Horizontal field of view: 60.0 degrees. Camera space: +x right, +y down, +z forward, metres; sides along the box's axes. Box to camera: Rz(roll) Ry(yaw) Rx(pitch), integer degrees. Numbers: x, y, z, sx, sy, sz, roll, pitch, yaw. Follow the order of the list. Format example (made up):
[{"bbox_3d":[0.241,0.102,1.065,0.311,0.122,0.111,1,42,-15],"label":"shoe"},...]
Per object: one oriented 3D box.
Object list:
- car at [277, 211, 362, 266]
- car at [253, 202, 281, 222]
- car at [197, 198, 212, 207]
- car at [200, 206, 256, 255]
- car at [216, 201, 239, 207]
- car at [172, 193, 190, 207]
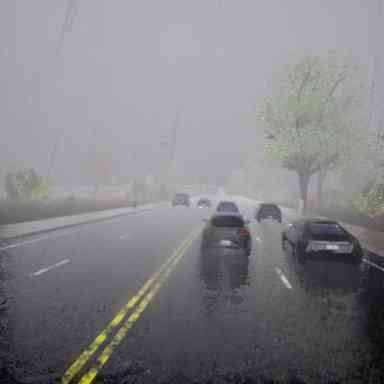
[{"bbox_3d":[4.499,1.651,12.089,1.994,1.385,4.181,1,0,7],"label":"car"},{"bbox_3d":[6.136,1.612,27.194,1.837,1.490,4.892,1,1,7],"label":"car"},{"bbox_3d":[1.877,1.546,49.752,1.994,1.385,4.181,1,0,6],"label":"car"},{"bbox_3d":[1.387,1.546,13.478,1.812,1.442,4.674,1,0,6],"label":"car"},{"bbox_3d":[3.062,1.516,28.943,1.882,1.535,5.008,1,0,6],"label":"car"},{"bbox_3d":[-1.508,1.133,48.649,2.150,2.045,5.566,1,0,6],"label":"car"}]
